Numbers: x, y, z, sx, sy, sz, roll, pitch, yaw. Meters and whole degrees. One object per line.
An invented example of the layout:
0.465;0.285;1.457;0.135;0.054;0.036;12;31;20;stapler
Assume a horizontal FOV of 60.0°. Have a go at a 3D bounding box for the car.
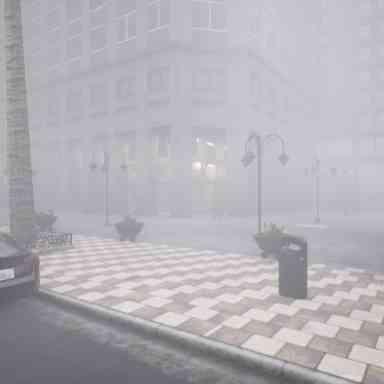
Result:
-5.249;1.513;7.203;4.786;1.482;2.161;0;0;35;car
